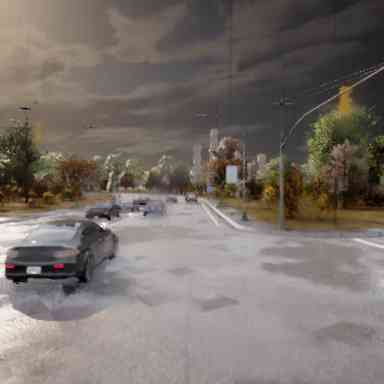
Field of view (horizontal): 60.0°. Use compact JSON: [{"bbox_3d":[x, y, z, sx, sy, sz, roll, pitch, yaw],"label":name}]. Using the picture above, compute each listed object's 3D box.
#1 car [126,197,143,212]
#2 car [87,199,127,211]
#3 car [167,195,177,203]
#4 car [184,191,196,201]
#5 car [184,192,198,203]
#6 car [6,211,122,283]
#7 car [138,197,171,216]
[{"bbox_3d":[-7.047,1.439,36.974,1.812,1.442,4.674,0,0,1],"label":"car"},{"bbox_3d":[-7.094,1.489,27.281,2.033,1.411,5.357,0,0,0],"label":"car"},{"bbox_3d":[-3.560,1.247,58.510,1.895,1.301,4.718,0,1,-1],"label":"car"},{"bbox_3d":[-0.419,0.806,67.546,2.097,1.767,4.553,0,1,-5],"label":"car"},{"bbox_3d":[-0.031,1.191,57.577,1.812,1.442,4.674,0,1,0],"label":"car"},{"bbox_3d":[-3.411,1.505,9.467,1.812,1.442,4.674,0,0,0],"label":"car"},{"bbox_3d":[-3.409,1.480,31.394,2.033,1.411,5.357,0,0,0],"label":"car"}]
